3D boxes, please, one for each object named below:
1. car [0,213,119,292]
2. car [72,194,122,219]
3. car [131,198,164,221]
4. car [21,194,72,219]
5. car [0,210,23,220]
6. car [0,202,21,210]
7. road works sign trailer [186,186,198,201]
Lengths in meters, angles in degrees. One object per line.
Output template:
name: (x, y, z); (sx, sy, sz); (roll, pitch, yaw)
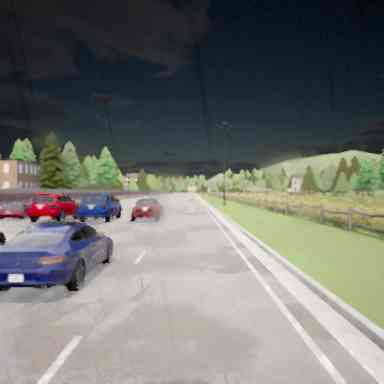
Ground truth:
car: (-3.423, 1.503, 8.772); (1.812, 1.442, 4.674); (0, 0, 0)
car: (-6.909, 1.153, 25.492); (2.150, 2.045, 5.566); (0, 0, 0)
car: (-3.411, 1.283, 26.248); (2.097, 1.767, 4.553); (0, 0, 0)
car: (-10.411, 1.153, 25.488); (2.150, 2.045, 5.566); (0, 0, 0)
car: (-6.924, 1.469, 8.903); (2.128, 1.511, 4.902); (0, 0, 0)
car: (-13.908, 1.492, 27.209); (1.994, 1.385, 4.181); (0, 0, 0)
road works sign trailer: (0.014, 0.257, 79.378); (2.380, 3.560, 2.880); (0, 0, 0)
